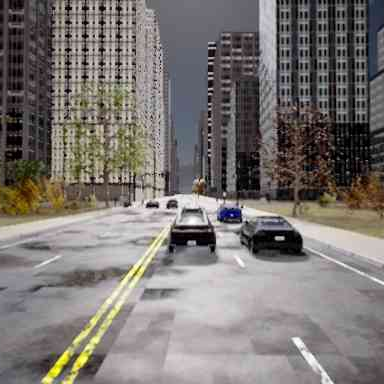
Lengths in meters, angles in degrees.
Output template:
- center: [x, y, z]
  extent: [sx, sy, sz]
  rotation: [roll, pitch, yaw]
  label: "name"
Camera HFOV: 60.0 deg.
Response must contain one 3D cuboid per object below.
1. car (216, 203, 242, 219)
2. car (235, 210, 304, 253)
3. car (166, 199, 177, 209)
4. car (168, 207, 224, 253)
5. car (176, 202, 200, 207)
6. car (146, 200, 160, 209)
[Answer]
- center: [3.258, 1.742, 29.466]
  extent: [1.882, 1.535, 5.008]
  rotation: [0, 0, 0]
  label: "car"
- center: [3.254, 1.696, 14.290]
  extent: [1.994, 1.385, 4.181]
  rotation: [0, 0, 0]
  label: "car"
- center: [-3.249, 1.988, 55.446]
  extent: [1.837, 1.490, 4.892]
  rotation: [0, -1, 0]
  label: "car"
- center: [0.005, 1.625, 14.274]
  extent: [2.128, 1.511, 4.902]
  rotation: [0, 0, 0]
  label: "car"
- center: [0.006, 1.755, 29.281]
  extent: [2.128, 1.511, 4.902]
  rotation: [0, 0, 0]
  label: "car"
- center: [-6.498, 2.041, 55.443]
  extent: [1.994, 1.385, 4.181]
  rotation: [0, -1, 0]
  label: "car"
